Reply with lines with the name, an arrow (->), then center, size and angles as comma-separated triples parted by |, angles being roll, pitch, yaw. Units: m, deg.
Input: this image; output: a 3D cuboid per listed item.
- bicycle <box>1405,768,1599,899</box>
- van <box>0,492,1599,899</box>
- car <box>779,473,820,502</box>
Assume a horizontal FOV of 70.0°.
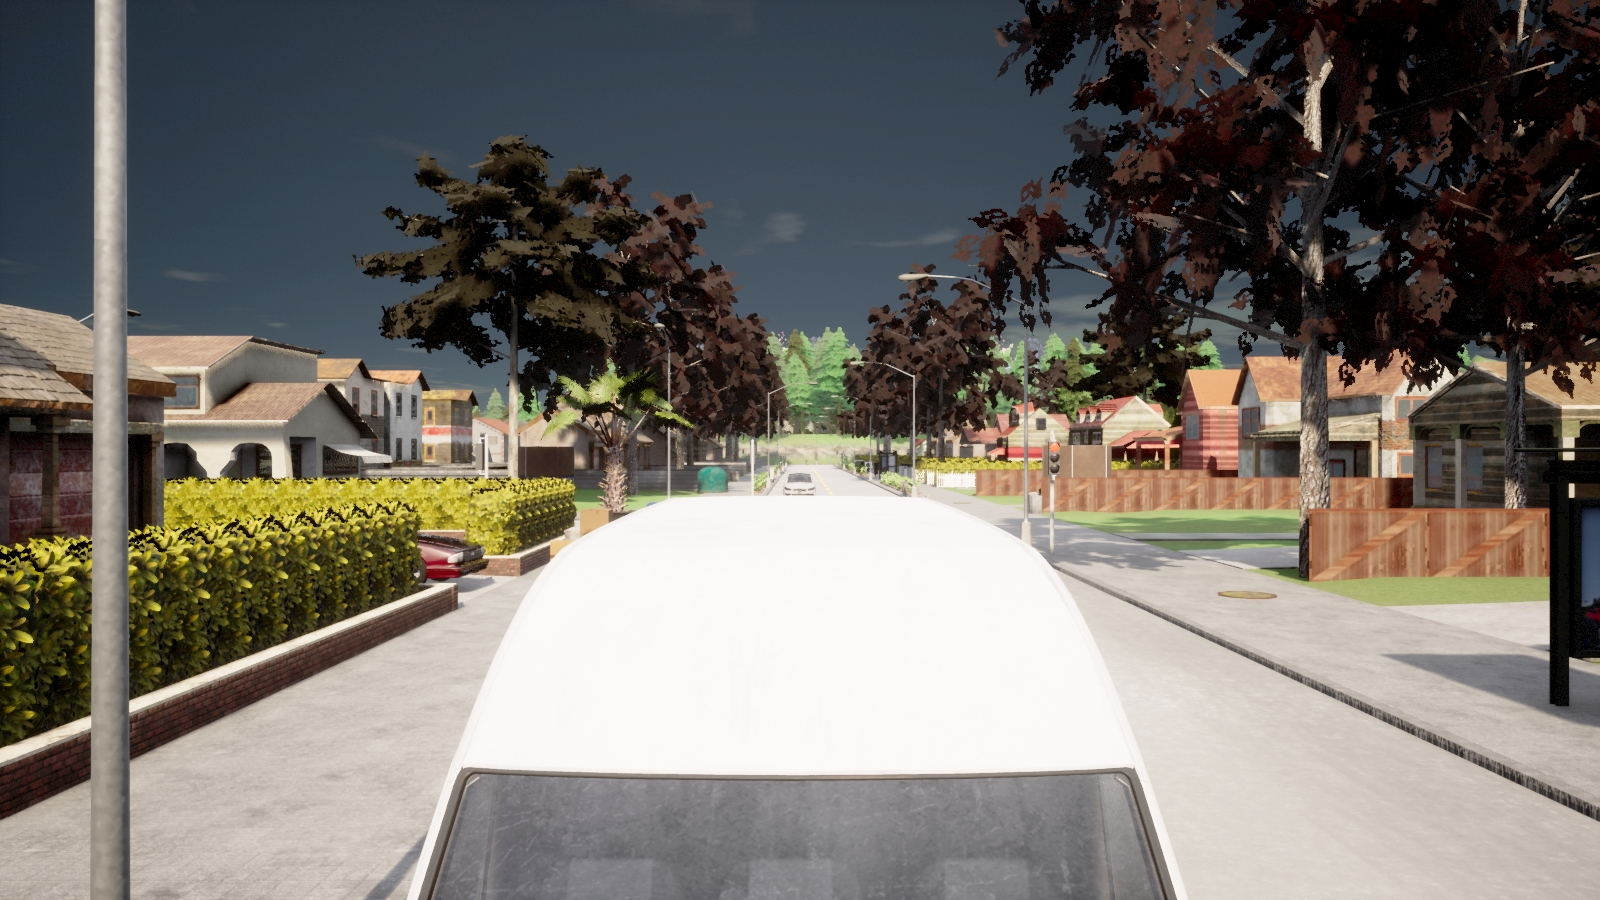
bicycle -> 2.687, 2.062, 3.843 | 0.329, 1.471, 1.835 | 0, 0, 0
van -> 0.002, 1.537, 4.030 | 1.988, 2.561, 5.915 | 0, 0, 0
car -> -0.024, 2.087, 64.511 | 2.231, 1.480, 4.892 | 0, 0, 0
